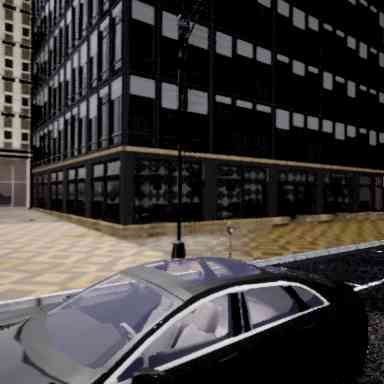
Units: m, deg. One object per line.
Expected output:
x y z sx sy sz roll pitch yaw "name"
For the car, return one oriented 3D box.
-0.192 1.503 3.239 4.902 1.511 2.128 0 0 -35 "car"
